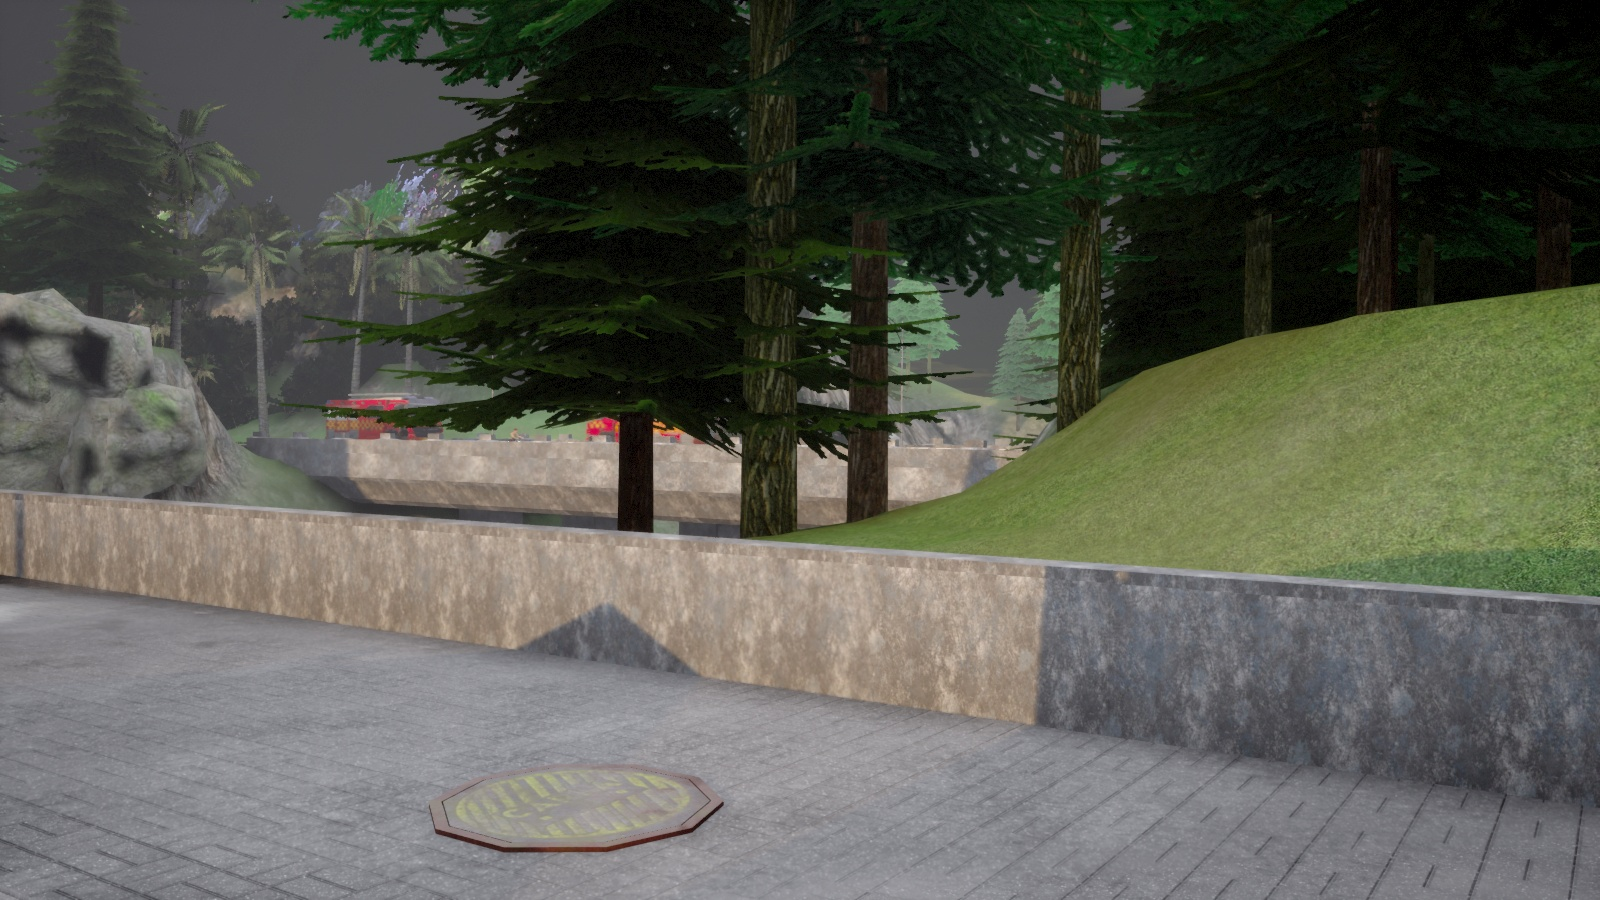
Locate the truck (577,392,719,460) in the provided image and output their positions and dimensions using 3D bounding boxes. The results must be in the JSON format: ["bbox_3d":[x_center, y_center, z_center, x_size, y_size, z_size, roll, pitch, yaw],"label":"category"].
[{"bbox_3d":[-9.102,-1.368,74.479,8.468,3.827,2.891,0,1,34],"label":"truck"}]

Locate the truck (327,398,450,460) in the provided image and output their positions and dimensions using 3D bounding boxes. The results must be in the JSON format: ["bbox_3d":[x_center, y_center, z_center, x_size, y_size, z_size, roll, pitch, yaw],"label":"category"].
[{"bbox_3d":[-26.728,-1.302,81.367,8.468,3.827,2.891,0,1,34],"label":"truck"}]
